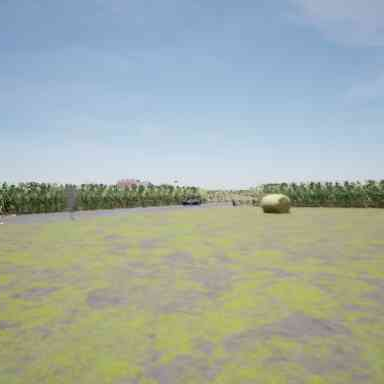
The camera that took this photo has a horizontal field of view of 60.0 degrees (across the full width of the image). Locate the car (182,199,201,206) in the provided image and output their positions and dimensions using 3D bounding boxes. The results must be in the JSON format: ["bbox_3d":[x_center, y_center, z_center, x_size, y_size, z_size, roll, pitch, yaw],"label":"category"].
[{"bbox_3d":[-0.089,2.079,64.120,1.895,1.301,4.718,-1,-1,31],"label":"car"}]
